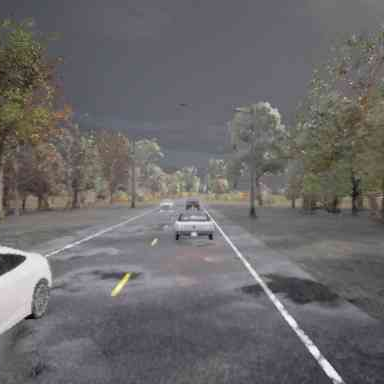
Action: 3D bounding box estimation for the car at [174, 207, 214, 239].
[{"bbox_3d":[0.103,1.692,17.802,1.895,1.301,4.718,0,0,0],"label":"car"}]

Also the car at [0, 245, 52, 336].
[{"bbox_3d":[-3.594,1.550,4.693,1.812,1.442,4.674,0,0,0],"label":"car"}]

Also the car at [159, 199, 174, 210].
[{"bbox_3d":[-3.545,1.766,47.302,1.812,1.442,4.674,0,0,1],"label":"car"}]

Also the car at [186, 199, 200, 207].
[{"bbox_3d":[0.106,1.751,48.320,1.837,1.490,4.892,0,0,0],"label":"car"}]
